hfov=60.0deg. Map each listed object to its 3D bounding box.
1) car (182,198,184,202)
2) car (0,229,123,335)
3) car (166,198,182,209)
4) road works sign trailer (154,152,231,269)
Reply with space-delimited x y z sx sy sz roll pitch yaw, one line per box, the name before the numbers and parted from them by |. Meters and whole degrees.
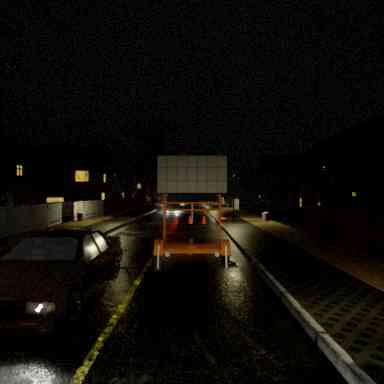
car | -2.677 1.926 72.675 1.994 1.385 4.181 0 -1 0
car | -2.844 1.552 7.253 2.033 1.411 5.357 0 0 0
car | -2.802 1.774 47.303 1.895 1.301 4.718 0 0 0
road works sign trailer | 0.011 0.473 11.114 2.380 3.560 2.880 0 0 0
